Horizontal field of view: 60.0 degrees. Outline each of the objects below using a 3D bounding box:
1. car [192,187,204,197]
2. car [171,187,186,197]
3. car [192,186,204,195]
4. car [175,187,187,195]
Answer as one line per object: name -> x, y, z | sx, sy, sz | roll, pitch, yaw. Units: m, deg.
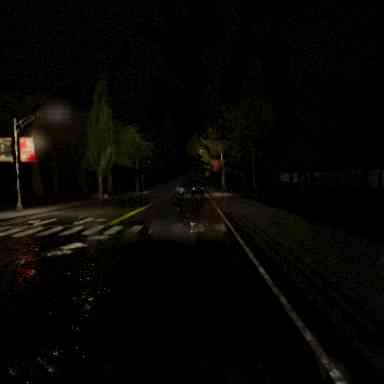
car -> 0.927, -0.022, 52.830 | 1.837, 1.490, 4.892 | -1, 1, 1
car -> -2.296, 0.125, 54.095 | 1.895, 1.301, 4.718 | -1, 1, 1
car -> 1.122, -0.278, 63.257 | 2.128, 1.511, 4.902 | -1, 1, 1
car -> -2.108, -0.164, 64.194 | 2.033, 1.411, 5.357 | -1, 1, 1
